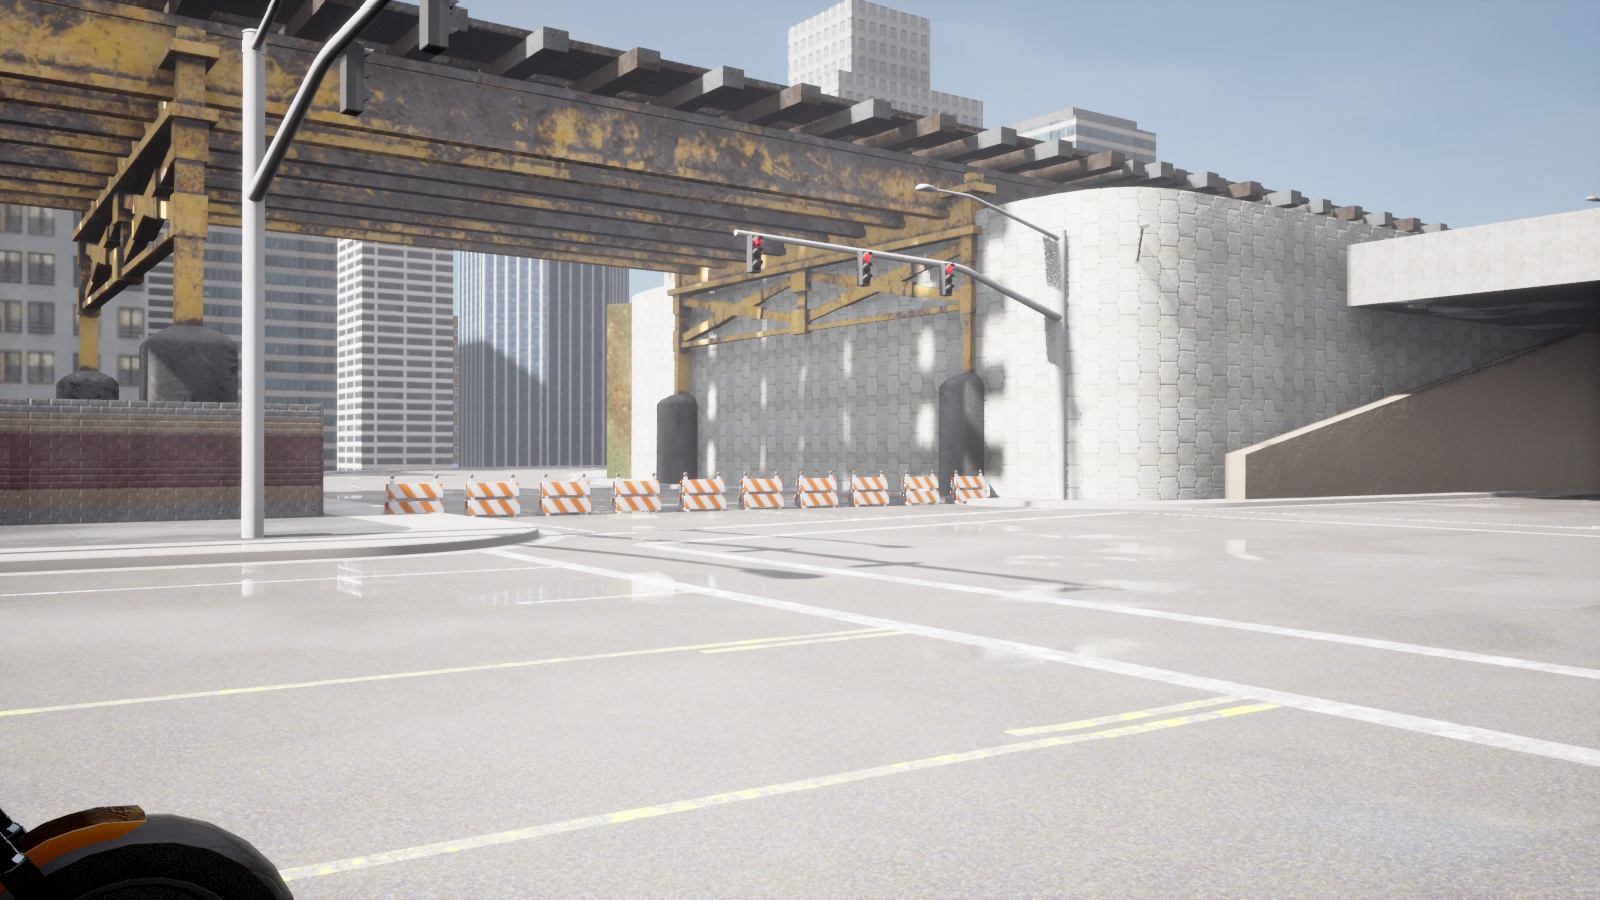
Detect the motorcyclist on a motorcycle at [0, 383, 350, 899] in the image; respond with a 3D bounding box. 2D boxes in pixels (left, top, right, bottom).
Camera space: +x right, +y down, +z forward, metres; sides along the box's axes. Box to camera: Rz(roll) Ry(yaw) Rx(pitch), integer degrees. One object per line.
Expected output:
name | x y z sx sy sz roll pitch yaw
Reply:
motorcyclist on a motorcycle | -2.109 0.705 2.229 2.350 1.649 0.766 0 0 -34
